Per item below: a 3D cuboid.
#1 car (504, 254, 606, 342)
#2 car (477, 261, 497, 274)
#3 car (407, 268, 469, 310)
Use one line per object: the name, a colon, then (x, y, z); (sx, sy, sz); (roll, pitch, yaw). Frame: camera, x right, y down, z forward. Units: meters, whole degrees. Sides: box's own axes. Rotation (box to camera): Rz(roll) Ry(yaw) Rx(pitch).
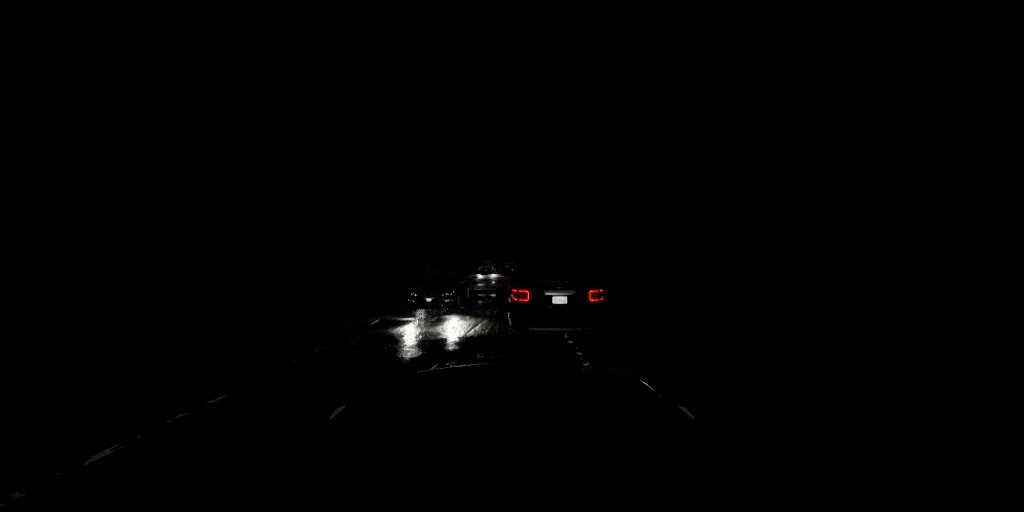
car: (0.955, 0.975, 9.873); (2.150, 2.045, 5.566); (0, 0, 0)
car: (-2.798, 1.270, 40.417); (1.812, 1.442, 4.674); (0, 0, 0)
car: (-2.865, 1.255, 14.753); (1.837, 1.490, 4.892); (0, 0, 0)
